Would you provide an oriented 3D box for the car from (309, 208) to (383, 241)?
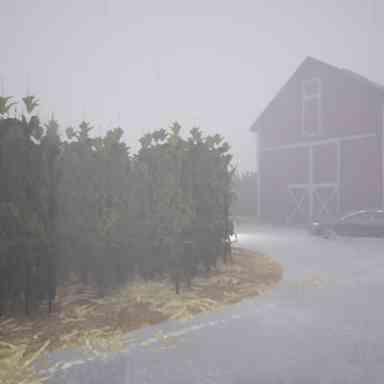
[{"bbox_3d":[7.990,1.485,15.338,4.902,1.511,2.128,0,1,26],"label":"car"}]
